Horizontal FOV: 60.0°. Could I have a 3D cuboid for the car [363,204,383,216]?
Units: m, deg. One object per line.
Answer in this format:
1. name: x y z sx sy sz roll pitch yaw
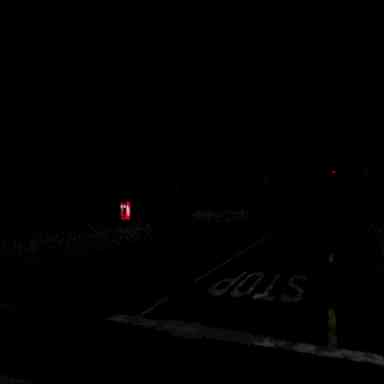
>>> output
1. car: 23.590 2.158 41.338 4.674 1.442 1.812 0 -2 -12
